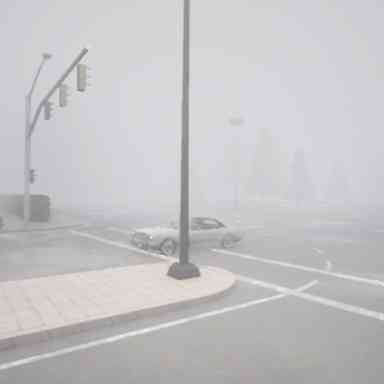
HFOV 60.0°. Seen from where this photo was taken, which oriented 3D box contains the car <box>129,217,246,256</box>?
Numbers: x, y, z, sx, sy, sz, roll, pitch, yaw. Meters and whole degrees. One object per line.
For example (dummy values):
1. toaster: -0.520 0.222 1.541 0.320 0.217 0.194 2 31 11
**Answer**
1. car: -0.107 1.700 13.613 4.718 1.301 1.895 1 -1 -35
